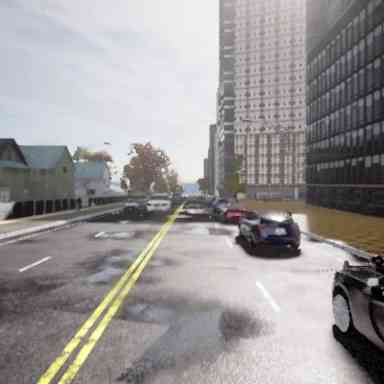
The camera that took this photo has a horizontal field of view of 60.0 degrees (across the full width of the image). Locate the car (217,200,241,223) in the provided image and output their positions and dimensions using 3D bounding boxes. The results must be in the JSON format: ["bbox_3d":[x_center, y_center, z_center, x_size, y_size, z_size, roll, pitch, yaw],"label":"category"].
[{"bbox_3d":[3.248,1.543,25.610,1.994,1.385,4.181,0,0,0],"label":"car"}]

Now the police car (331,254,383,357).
[{"bbox_3d":[3.250,1.421,3.712,1.930,1.638,5.238,0,0,0],"label":"police car"}]

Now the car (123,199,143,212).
[{"bbox_3d":[-6.593,1.525,38.413,2.033,1.411,5.357,0,0,0],"label":"car"}]

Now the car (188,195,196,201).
[{"bbox_3d":[-0.004,1.362,83.252,2.033,1.411,5.357,0,0,0],"label":"car"}]

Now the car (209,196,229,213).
[{"bbox_3d":[3.248,1.409,36.614,2.033,1.649,4.856,0,0,0],"label":"car"}]

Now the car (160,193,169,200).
[{"bbox_3d":[-6.504,1.096,78.986,1.882,1.535,5.008,0,0,0],"label":"car"}]

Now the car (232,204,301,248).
[{"bbox_3d":[3.249,1.488,14.636,2.163,1.488,4.792,0,0,0],"label":"car"}]

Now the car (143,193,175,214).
[{"bbox_3d":[-3.344,1.198,34.670,2.150,2.045,5.566,0,0,1],"label":"car"}]

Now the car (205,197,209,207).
[{"bbox_3d":[3.247,1.412,47.618,2.033,1.649,4.856,0,0,0],"label":"car"}]

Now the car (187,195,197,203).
[{"bbox_3d":[-0.003,1.565,67.729,1.895,1.301,4.718,0,0,0],"label":"car"}]

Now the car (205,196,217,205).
[{"bbox_3d":[3.247,1.511,58.622,1.812,1.442,4.674,0,0,0],"label":"car"}]

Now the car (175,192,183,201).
[{"bbox_3d":[-3.254,1.065,76.090,2.150,2.045,5.566,0,0,0],"label":"car"}]
